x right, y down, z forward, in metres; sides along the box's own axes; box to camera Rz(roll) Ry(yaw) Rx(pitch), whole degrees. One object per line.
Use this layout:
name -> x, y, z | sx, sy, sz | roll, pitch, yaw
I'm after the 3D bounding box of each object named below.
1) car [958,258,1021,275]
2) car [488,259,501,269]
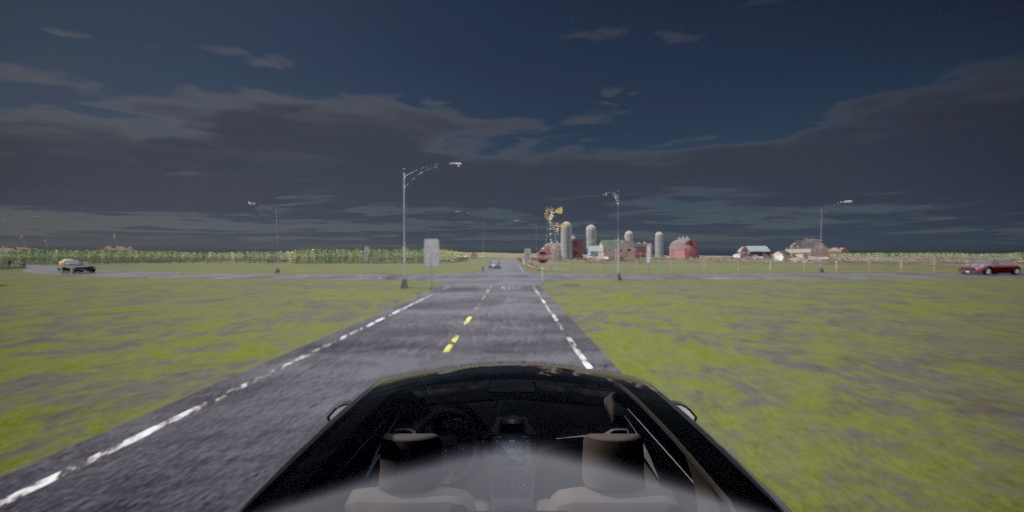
car -> 49.363, 1.041, 37.152 | 4.553, 1.767, 2.097 | 0, 1, -2
car -> -2.723, 1.242, 55.767 | 2.128, 1.511, 4.902 | 0, 1, 0
